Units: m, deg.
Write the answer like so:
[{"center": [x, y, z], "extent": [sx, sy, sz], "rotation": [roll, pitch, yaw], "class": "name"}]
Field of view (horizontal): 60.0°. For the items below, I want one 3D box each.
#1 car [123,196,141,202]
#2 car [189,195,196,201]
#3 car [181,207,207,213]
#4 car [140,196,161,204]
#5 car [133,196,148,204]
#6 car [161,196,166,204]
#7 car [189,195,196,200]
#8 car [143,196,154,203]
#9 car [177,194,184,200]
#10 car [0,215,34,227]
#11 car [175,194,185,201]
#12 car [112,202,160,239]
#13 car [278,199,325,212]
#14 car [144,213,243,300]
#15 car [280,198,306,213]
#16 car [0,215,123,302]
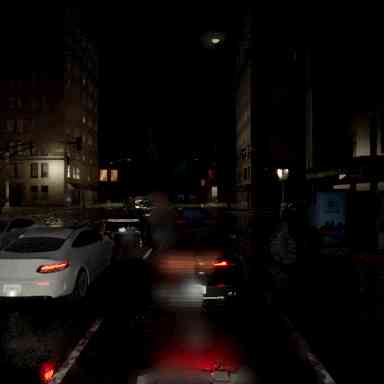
[{"center": [-9.777, 1.523, 53.342], "extent": [1.837, 1.490, 4.892], "rotation": [0, 0, 0], "class": "car"}, {"center": [0.093, 1.540, 83.541], "extent": [2.128, 1.511, 4.902], "rotation": [0, 0, 0], "class": "car"}, {"center": [0.101, 1.532, 17.519], "extent": [1.812, 1.442, 4.674], "rotation": [0, 0, 0], "class": "car"}, {"center": [-6.532, 1.523, 52.885], "extent": [1.837, 1.490, 4.892], "rotation": [0, 0, 0], "class": "car"}, {"center": [-9.728, 1.510, 63.471], "extent": [2.128, 1.511, 4.902], "rotation": [0, 0, 1], "class": "car"}, {"center": [-6.494, 1.544, 61.909], "extent": [1.812, 1.442, 4.674], "rotation": [0, 0, 1], "class": "car"}, {"center": [0.104, 1.601, 93.615], "extent": [1.895, 1.301, 4.718], "rotation": [0, 0, 0], "class": "car"}, {"center": [-9.669, 1.543, 73.685], "extent": [1.812, 1.442, 4.674], "rotation": [0, 0, 0], "class": "car"}, {"center": [-3.147, 1.317, 93.173], "extent": [1.882, 1.535, 5.008], "rotation": [0, 0, 0], "class": "car"}, {"center": [-6.520, 1.529, 11.136], "extent": [1.812, 1.442, 4.674], "rotation": [0, 0, 1], "class": "car"}, {"center": [-3.158, 1.533, 82.754], "extent": [2.128, 1.511, 4.902], "rotation": [0, 0, 0], "class": "car"}, {"center": [-3.133, 1.498, 17.410], "extent": [2.128, 1.511, 4.902], "rotation": [0, 0, 0], "class": "car"}, {"center": [13.140, 1.608, 40.108], "extent": [5.008, 1.535, 1.882], "rotation": [0, -1, 1], "class": "car"}, {"center": [0.102, 1.507, 8.393], "extent": [1.837, 1.490, 4.892], "rotation": [0, 0, 0], "class": "car"}, {"center": [12.499, 1.437, 36.857], "extent": [4.553, 1.767, 2.097], "rotation": [0, -1, 0], "class": "car"}, {"center": [-3.147, 1.528, 8.142], "extent": [1.812, 1.442, 4.674], "rotation": [0, 0, 0], "class": "car"}]
